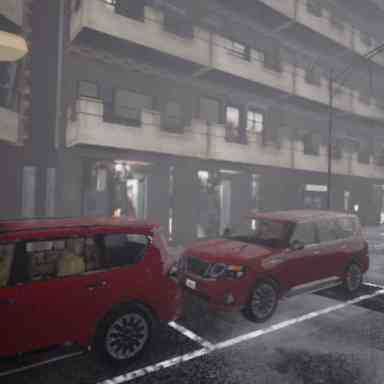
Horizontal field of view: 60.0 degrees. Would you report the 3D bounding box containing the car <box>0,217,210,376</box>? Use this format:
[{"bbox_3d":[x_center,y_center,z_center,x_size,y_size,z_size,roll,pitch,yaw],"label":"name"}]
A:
[{"bbox_3d":[-2.464,1.320,4.312,5.009,1.841,2.192,1,1,-35],"label":"car"}]

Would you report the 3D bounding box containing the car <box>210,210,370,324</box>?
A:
[{"bbox_3d":[2.040,1.382,7.518,5.009,1.841,2.192,1,1,-35],"label":"car"}]
